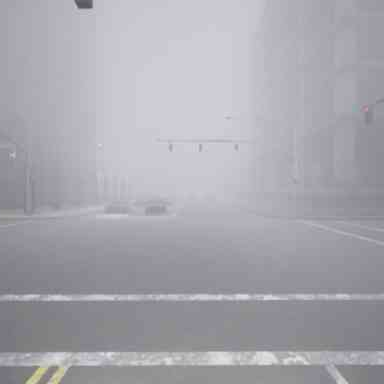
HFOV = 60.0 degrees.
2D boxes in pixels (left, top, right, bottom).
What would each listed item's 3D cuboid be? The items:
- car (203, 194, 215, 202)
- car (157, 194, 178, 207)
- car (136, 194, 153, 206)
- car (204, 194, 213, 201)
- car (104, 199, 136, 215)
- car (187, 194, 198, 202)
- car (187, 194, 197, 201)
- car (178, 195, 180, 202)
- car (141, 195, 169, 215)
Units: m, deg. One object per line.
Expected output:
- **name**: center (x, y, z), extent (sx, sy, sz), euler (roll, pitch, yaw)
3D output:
- **car**: center (3.565, 1.180, 65.268), extent (2.128, 1.511, 4.902), euler (0, 0, 0)
- **car**: center (-3.540, 1.323, 47.057), extent (2.033, 1.411, 5.357), euler (0, 0, 0)
- **car**: center (-7.040, 1.277, 46.763), extent (1.837, 1.490, 4.892), euler (0, 2, 0)
- **car**: center (3.574, 1.153, 74.343), extent (1.812, 1.442, 4.674), euler (0, 0, 0)
- **car**: center (-7.064, 1.409, 32.192), extent (1.994, 1.385, 4.181), euler (0, 0, 0)
- **car**: center (0.065, 1.182, 64.960), extent (2.128, 1.511, 4.902), euler (0, 0, 0)
- **car**: center (0.074, 1.154, 74.347), extent (2.128, 1.511, 4.902), euler (0, 0, 0)
- **car**: center (-3.433, 1.225, 67.773), extent (2.033, 1.411, 5.357), euler (0, 0, 0)
- **car**: center (-3.458, 1.324, 32.129), extent (1.882, 1.535, 5.008), euler (0, 0, -3)
